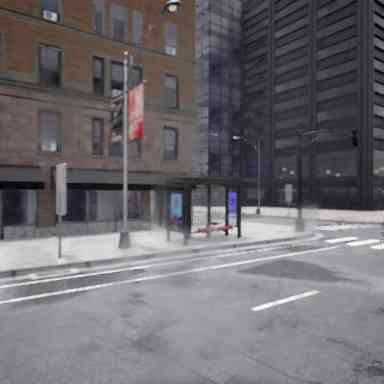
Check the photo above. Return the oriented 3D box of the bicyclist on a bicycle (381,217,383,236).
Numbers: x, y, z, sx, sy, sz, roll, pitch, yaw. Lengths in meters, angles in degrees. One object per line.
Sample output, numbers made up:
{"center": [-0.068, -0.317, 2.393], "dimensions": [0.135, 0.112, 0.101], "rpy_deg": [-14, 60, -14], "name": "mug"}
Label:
{"center": [10.562, 1.443, 17.846], "dimensions": [1.843, 1.776, 0.659], "rpy_deg": [0, 0, -35], "name": "bicyclist on a bicycle"}
